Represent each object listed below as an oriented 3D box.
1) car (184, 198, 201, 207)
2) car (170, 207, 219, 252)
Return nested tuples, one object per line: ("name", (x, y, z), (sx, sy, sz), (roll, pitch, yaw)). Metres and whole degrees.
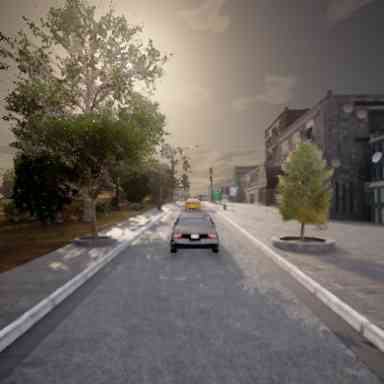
("car", (0.095, 1.514, 40.875), (1.882, 1.535, 5.008), (0, 0, 0))
("car", (0.099, 1.560, 13.862), (2.033, 1.411, 5.357), (0, 0, 0))
